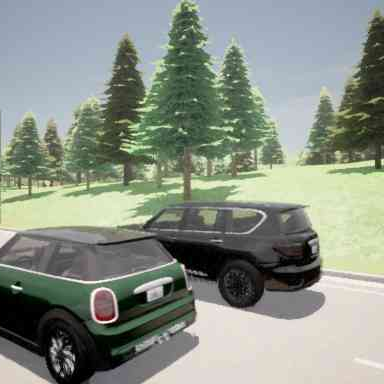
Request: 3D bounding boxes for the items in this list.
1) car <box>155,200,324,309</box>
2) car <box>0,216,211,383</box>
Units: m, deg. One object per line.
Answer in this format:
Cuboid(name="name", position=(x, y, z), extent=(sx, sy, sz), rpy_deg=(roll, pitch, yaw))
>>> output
Cuboid(name="car", position=(0.243, 1.222, 8.124), extent=(5.566, 2.045, 2.150), rpy_deg=(0, 0, 35))
Cuboid(name="car", position=(-2.207, 1.351, 5.576), extent=(4.553, 1.767, 2.097), rpy_deg=(0, 0, 36))
